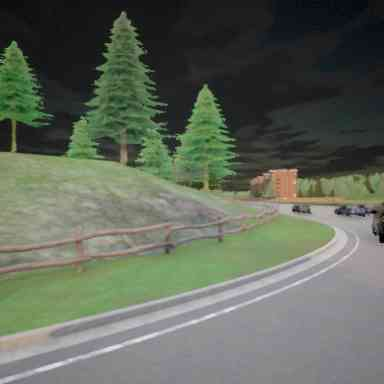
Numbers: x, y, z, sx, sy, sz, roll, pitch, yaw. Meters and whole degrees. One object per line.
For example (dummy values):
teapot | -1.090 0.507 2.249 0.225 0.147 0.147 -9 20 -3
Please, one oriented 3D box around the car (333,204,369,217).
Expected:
car | 18.712 2.239 39.676 2.033 1.411 5.357 -1 -1 3

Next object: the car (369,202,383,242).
car | 10.991 1.510 17.705 2.150 2.045 5.566 0 -1 24

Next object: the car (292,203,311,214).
car | 15.784 2.395 48.093 2.128 1.511 4.902 -1 -1 5

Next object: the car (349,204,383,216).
car | 22.413 2.273 42.885 2.033 1.411 5.357 -1 -1 4

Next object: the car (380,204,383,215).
car | 25.824 2.236 41.948 1.994 1.385 4.181 -1 -1 5
